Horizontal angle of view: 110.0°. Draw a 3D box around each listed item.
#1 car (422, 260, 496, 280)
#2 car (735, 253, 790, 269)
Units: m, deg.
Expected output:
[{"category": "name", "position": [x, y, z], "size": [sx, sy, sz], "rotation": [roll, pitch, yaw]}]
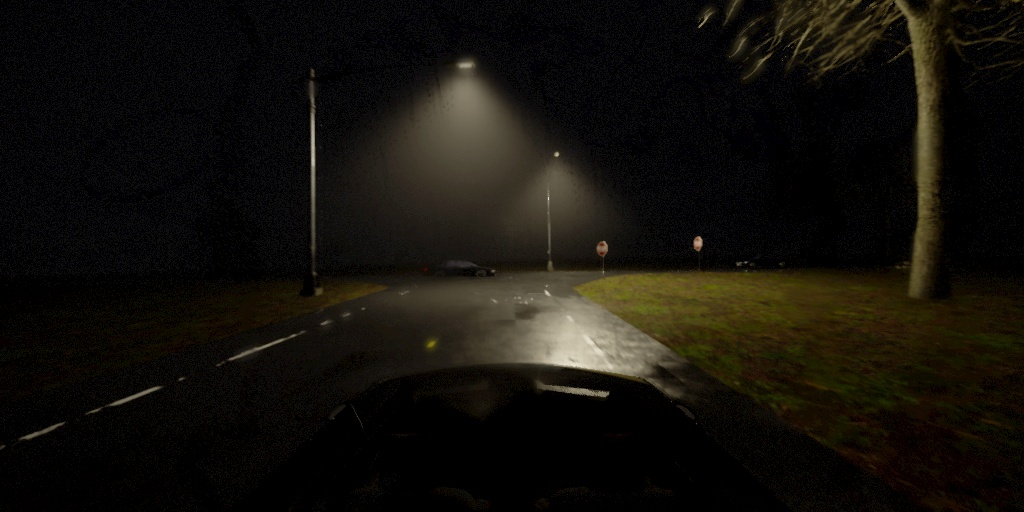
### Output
[{"category": "car", "position": [-3.906, 1.017, 26.896], "size": [5.357, 1.411, 2.033], "rotation": [0, 0, 0]}, {"category": "car", "position": [23.952, 0.503, 34.365], "size": [4.674, 1.442, 1.812], "rotation": [-2, -1, -1]}]
